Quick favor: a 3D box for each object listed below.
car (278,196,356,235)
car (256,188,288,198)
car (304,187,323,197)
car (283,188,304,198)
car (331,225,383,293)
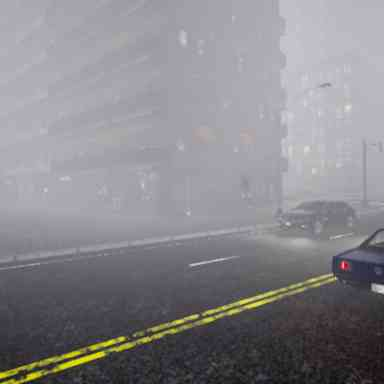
[{"bbox_3d":[6.259,1.143,16.470,4.892,1.490,1.837,-2,1,-37],"label":"car"},{"bbox_3d":[12.054,0.137,50.144,4.313,1.339,1.947,1,1,43],"label":"car"},{"bbox_3d":[16.020,0.066,46.543,4.097,1.590,1.967,1,1,43],"label":"car"},{"bbox_3d":[10.476,0.408,40.031,4.829,1.417,1.752,1,1,43],"label":"car"},{"bbox_3d":[5.158,1.394,7.266,4.718,1.301,1.895,-2,1,-36],"label":"car"}]
